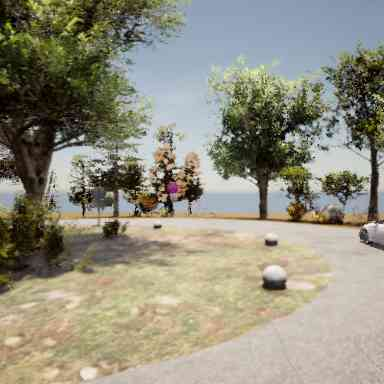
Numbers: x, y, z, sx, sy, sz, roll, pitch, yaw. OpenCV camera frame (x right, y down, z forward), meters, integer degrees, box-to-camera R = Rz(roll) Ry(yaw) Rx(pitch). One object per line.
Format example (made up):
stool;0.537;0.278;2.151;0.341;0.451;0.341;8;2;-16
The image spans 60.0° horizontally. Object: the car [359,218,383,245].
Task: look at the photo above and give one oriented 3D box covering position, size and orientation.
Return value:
car;8.307;1.568;12.876;1.812;1.442;4.674;1;0;4
